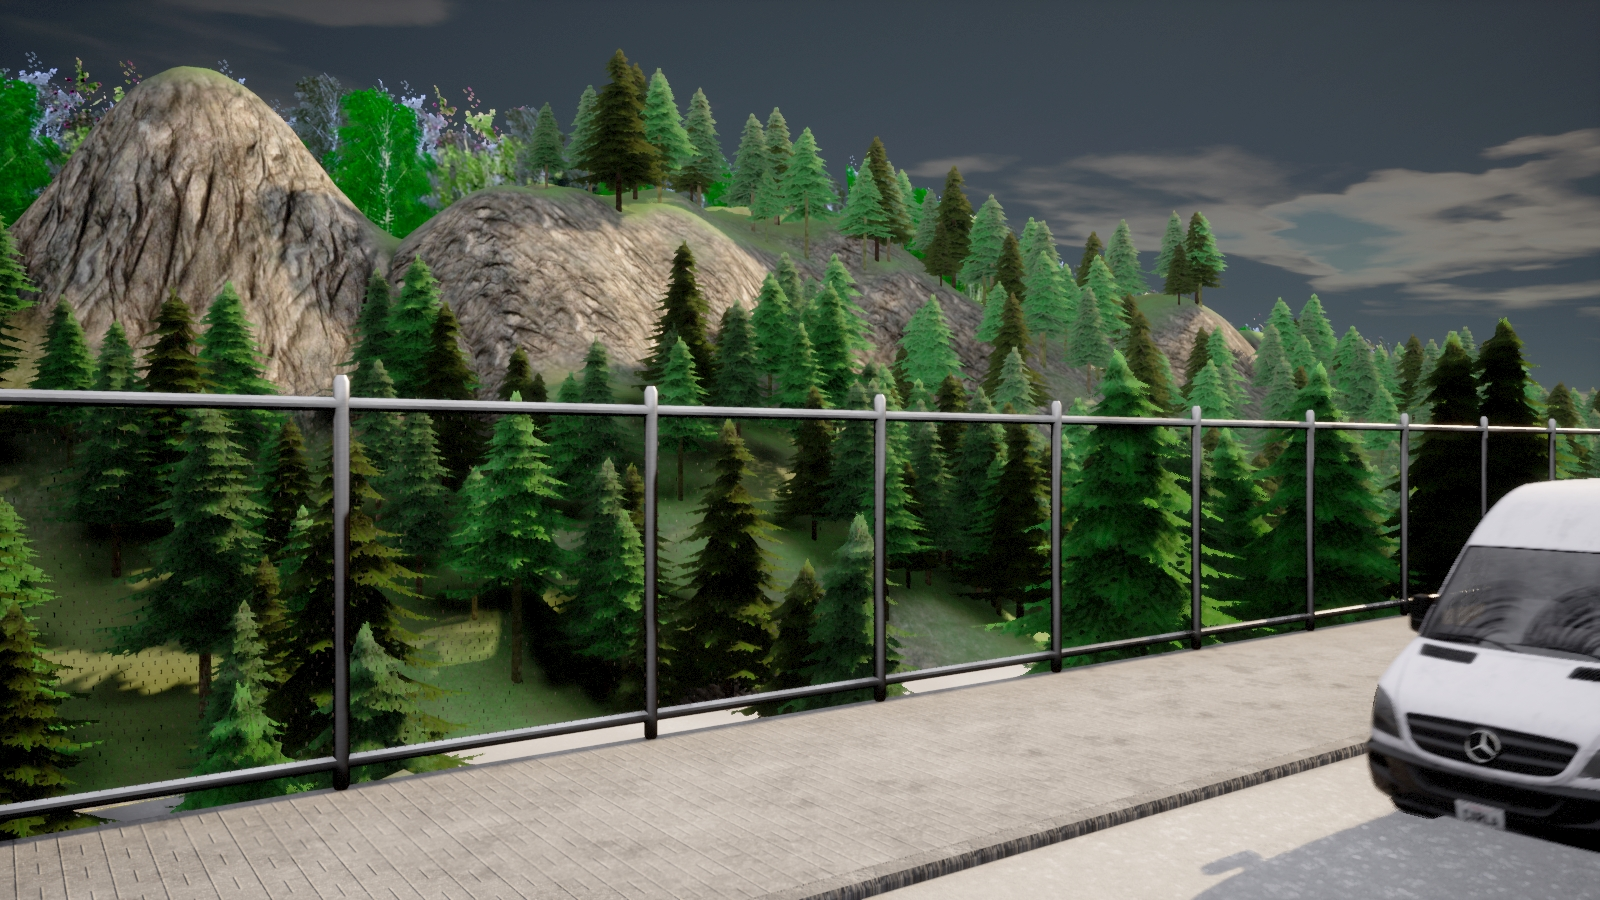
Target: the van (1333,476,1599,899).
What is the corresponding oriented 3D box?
[{"bbox_3d":[6.885,1.534,9.253,5.915,2.561,1.988,0,0,-35],"label":"van"}]
